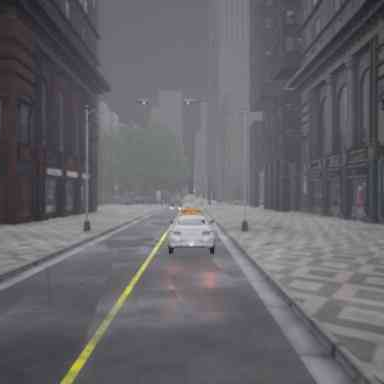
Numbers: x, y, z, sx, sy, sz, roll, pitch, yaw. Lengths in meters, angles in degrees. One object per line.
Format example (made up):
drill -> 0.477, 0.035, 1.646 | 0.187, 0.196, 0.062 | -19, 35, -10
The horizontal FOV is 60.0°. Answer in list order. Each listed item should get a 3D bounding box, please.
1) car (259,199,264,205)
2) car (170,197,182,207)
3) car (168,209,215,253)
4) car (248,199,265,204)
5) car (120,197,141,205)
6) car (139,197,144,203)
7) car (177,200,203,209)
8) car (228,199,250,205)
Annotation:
car -> 17.014, 2.564, 79.628 | 4.403, 1.369, 2.008 | 0, 0, 0
car -> -3.100, 1.957, 65.551 | 2.150, 2.045, 5.566 | 0, -1, 0
car -> -0.013, 1.668, 14.373 | 1.812, 1.442, 4.674 | 0, 0, 0
car -> 17.042, 2.531, 88.153 | 4.313, 1.339, 1.947 | 0, 0, 0
car -> -15.163, 2.553, 79.766 | 4.313, 1.339, 1.947 | 0, 0, 0
car -> -15.136, 2.253, 88.289 | 5.009, 1.841, 2.192 | 0, 0, 0
car -> -0.032, 1.777, 29.457 | 1.882, 1.535, 5.008 | 0, 0, 0
car -> 11.671, 2.533, 79.651 | 4.829, 1.417, 1.752 | 0, 0, 0
